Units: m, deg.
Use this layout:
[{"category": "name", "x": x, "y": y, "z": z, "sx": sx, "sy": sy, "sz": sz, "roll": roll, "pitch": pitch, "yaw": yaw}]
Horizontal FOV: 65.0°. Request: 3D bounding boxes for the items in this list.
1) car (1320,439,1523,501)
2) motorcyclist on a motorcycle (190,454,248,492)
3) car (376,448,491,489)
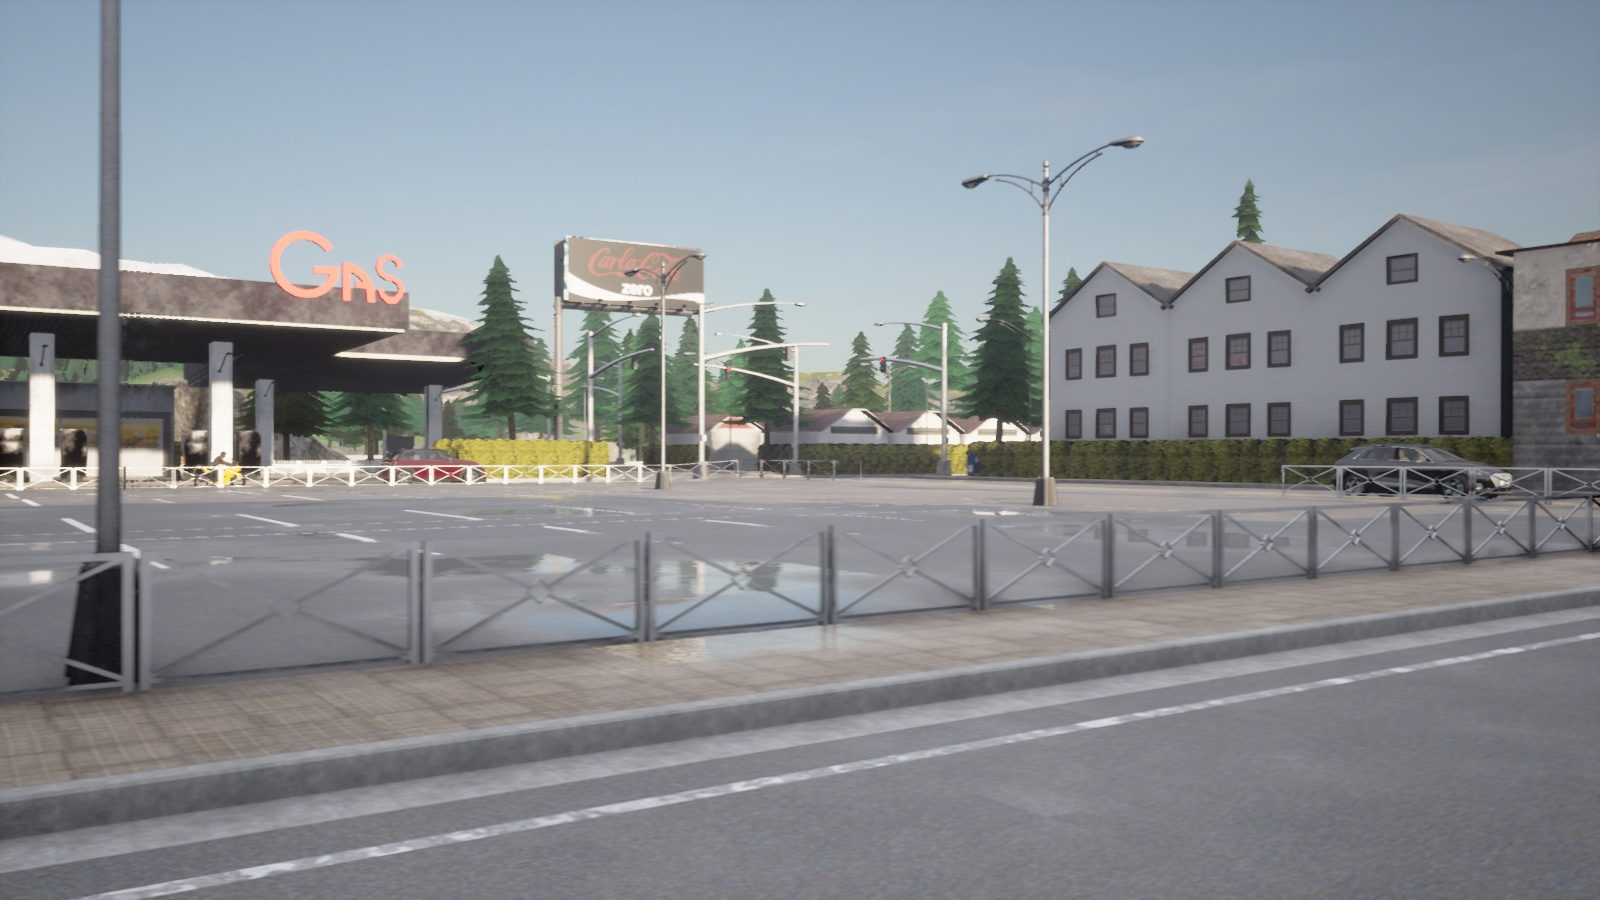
[{"category": "car", "x": 17.792, "y": 0.550, "z": 36.166, "sx": 2.033, "sy": 1.649, "sz": 4.856, "roll": 0, "pitch": 0, "yaw": -35}, {"category": "motorcyclist on a motorcycle", "x": -23.760, "y": 0.918, "z": 51.368, "sx": 2.044, "sy": 1.523, "sz": 0.797, "roll": 0, "pitch": 0, "yaw": -35}, {"category": "car", "x": -16.441, "y": 0.791, "z": 56.401, "sx": 4.553, "sy": 1.767, "sz": 2.097, "roll": 0, "pitch": 0, "yaw": -35}]
